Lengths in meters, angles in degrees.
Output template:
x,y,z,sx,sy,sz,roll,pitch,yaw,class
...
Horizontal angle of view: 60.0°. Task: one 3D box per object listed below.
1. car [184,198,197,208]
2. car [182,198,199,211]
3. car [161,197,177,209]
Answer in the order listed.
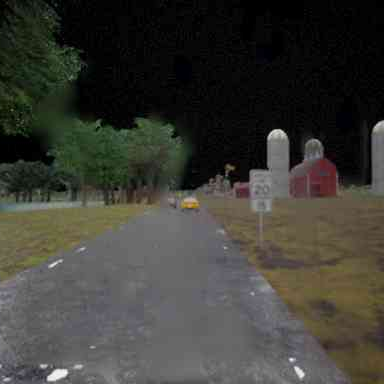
x,y,z,sx,sy,sz,roll,pitch,yaw,class
-0.285,1.619,50.443,1.895,1.301,4.718,0,0,0,car
-0.225,1.430,39.748,1.882,1.535,5.008,0,0,0,car
-3.001,1.454,44.320,1.882,1.535,5.008,0,0,0,car
